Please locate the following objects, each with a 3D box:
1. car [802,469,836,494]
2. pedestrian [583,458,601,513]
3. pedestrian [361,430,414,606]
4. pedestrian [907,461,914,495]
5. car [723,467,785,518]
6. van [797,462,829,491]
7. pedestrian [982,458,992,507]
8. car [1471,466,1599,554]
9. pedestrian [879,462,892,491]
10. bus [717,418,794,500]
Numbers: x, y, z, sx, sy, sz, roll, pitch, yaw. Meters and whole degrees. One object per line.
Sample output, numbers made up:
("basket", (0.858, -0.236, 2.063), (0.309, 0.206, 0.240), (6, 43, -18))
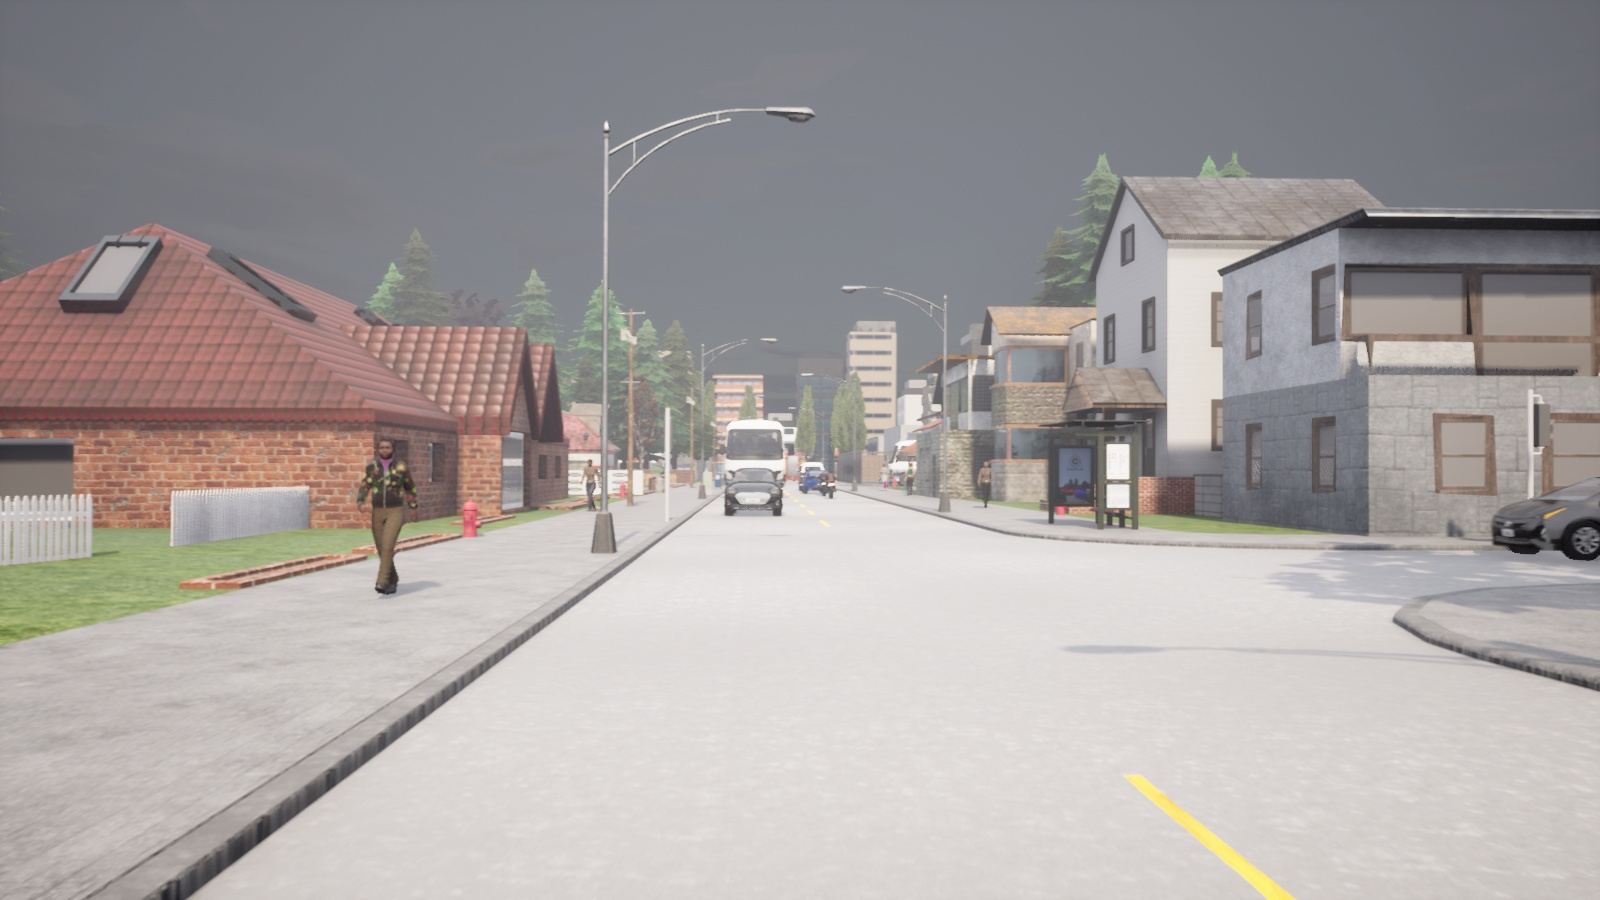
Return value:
("car", (1.194, 2.006, 80.357), (1.882, 1.535, 5.008), (0, -1, -2))
("pedestrian", (-6.893, 1.182, 41.665), (0.328, 1.805, 0.869), (0, -1, 10))
("pedestrian", (-4.631, 0.754, 14.128), (0.395, 1.930, 0.692), (0, -1, -2))
("pedestrian", (6.157, 1.560, 69.877), (0.345, 1.836, 0.594), (0, -1, -1))
("car", (-1.546, 1.404, 43.185), (2.033, 1.649, 4.856), (0, -1, -1))
("van", (0.889, 1.893, 89.561), (2.069, 2.038, 4.480), (0, -1, -2))
("pedestrian", (7.027, 1.213, 47.274), (0.331, 1.846, 0.634), (0, -1, 5))
("car", (15.034, 1.049, 22.920), (4.514, 1.525, 2.007), (0, -1, -2))
("pedestrian", (5.739, 1.778, 84.133), (0.659, 1.952, 0.873), (-1, -1, 19))
("bus", (-2.475, 0.513, 70.278), (3.944, 4.253, 10.273), (0, 0, -2))
